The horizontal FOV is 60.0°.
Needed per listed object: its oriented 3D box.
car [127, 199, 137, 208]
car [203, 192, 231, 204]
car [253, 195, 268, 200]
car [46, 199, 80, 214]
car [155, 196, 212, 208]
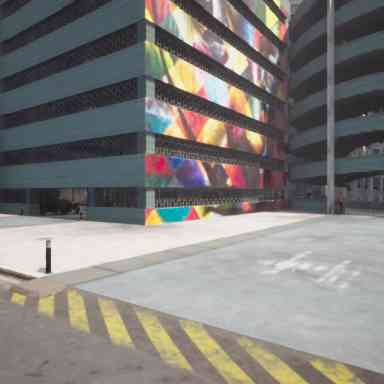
[{"bbox_3d":[-6.083,1.463,42.305,4.718,1.301,1.895,0,0,36],"label":"car"},{"bbox_3d":[4.147,1.028,57.740,5.566,2.045,2.435,0,0,36],"label":"car"},{"bbox_3d":[18.588,1.481,90.391,4.892,1.521,2.231,0,0,36],"label":"car"},{"bbox_3d":[-13.256,1.413,33.178,4.786,1.482,2.161,0,0,36],"label":"car"},{"bbox_3d":[-0.974,1.320,29.317,4.674,1.452,2.002,0,0,36],"label":"car"}]
